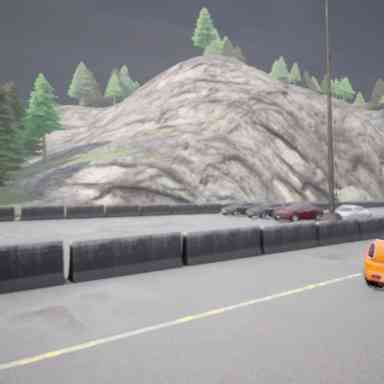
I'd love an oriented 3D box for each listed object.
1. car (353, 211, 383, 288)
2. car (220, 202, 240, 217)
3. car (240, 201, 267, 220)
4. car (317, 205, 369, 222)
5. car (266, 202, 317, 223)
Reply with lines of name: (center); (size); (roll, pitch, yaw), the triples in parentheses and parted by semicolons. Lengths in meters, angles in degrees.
car: (6.307, 1.439, 8.276); (4.553, 1.767, 2.097); (1, 0, -35)
car: (4.997, 1.715, 33.401); (4.892, 1.490, 1.837); (1, 0, -36)
car: (7.031, 1.714, 30.554); (4.892, 1.490, 1.837); (1, 0, -36)
car: (11.984, 1.743, 25.491); (4.674, 1.442, 1.812); (1, 0, -36)
car: (8.789, 1.683, 27.508); (5.008, 1.535, 1.882); (1, 0, -36)
